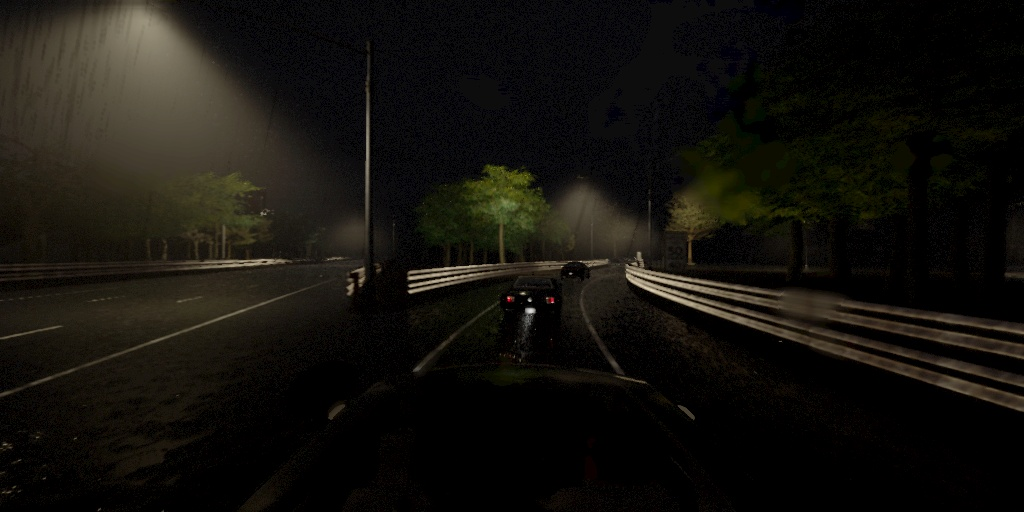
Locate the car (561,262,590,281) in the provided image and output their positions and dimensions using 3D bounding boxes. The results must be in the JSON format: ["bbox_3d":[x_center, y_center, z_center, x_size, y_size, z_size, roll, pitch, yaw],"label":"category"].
[{"bbox_3d":[5.547,1.266,30.890,1.882,1.535,5.008,0,0,20],"label":"car"}]

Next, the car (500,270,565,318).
[{"bbox_3d":[0.881,1.357,13.013,1.895,1.301,4.718,0,0,8],"label":"car"}]
